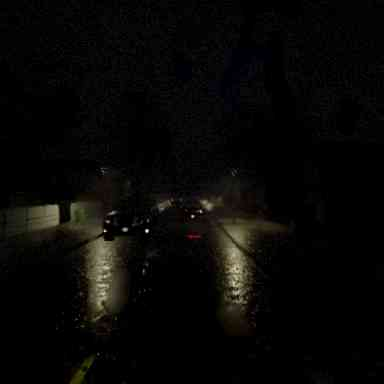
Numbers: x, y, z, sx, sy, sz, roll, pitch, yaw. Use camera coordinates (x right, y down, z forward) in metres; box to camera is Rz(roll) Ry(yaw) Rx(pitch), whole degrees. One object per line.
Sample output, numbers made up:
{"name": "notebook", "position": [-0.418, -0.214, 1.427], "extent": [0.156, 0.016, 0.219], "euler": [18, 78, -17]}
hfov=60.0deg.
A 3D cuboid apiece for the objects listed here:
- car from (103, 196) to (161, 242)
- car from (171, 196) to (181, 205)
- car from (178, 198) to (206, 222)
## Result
{"name": "car", "position": [-2.858, 1.246, 16.959], "extent": [2.150, 2.045, 5.566], "euler": [0, 0, 0]}
{"name": "car", "position": [-2.779, 1.460, 61.407], "extent": [2.097, 1.767, 4.553], "euler": [0, 0, 0]}
{"name": "car", "position": [0.064, 1.542, 26.977], "extent": [1.837, 1.490, 4.892], "euler": [0, 0, 0]}
